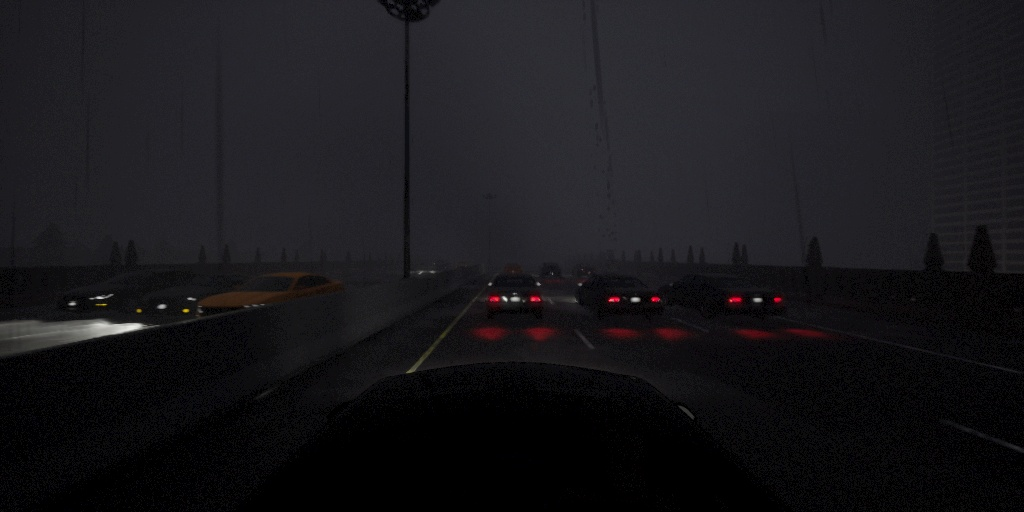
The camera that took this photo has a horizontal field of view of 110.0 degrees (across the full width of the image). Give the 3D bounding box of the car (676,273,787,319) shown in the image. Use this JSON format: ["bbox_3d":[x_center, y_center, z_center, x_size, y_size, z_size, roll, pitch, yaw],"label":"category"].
[{"bbox_3d":[7.099,1.330,12.861,2.033,1.411,5.357,0,0,0],"label":"car"}]

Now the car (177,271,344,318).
[{"bbox_3d":[-7.099,1.256,11.166,1.882,1.535,5.008,0,0,0],"label":"car"}]

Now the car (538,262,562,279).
[{"bbox_3d":[3.603,1.352,34.310,1.837,1.490,4.892,0,0,0],"label":"car"}]

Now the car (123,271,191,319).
[{"bbox_3d":[-10.599,1.348,12.846,1.994,1.385,4.181,0,0,0],"label":"car"}]

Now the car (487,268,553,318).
[{"bbox_3d":[0.099,1.332,13.056,2.033,1.411,5.357,0,0,0],"label":"car"}]

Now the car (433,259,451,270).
[{"bbox_3d":[-10.564,1.260,54.295,2.097,1.767,4.553,0,0,0],"label":"car"}]

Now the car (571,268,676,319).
[{"bbox_3d":[3.599,1.331,12.951,2.033,1.411,5.357,0,0,0],"label":"car"}]

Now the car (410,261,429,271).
[{"bbox_3d":[-14.064,1.434,54.498,1.812,1.442,4.674,0,0,0],"label":"car"}]

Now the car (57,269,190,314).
[{"bbox_3d":[-14.099,1.292,13.923,1.837,1.490,4.892,0,0,0],"label":"car"}]

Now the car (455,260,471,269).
[{"bbox_3d":[-7.071,1.378,52.013,1.882,1.535,5.008,0,0,0],"label":"car"}]

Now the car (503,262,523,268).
[{"bbox_3d":[0.104,1.329,35.895,1.882,1.535,5.008,0,0,0],"label":"car"}]

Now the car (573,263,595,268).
[{"bbox_3d":[7.089,1.375,35.268,1.812,1.442,4.674,0,0,0],"label":"car"}]
